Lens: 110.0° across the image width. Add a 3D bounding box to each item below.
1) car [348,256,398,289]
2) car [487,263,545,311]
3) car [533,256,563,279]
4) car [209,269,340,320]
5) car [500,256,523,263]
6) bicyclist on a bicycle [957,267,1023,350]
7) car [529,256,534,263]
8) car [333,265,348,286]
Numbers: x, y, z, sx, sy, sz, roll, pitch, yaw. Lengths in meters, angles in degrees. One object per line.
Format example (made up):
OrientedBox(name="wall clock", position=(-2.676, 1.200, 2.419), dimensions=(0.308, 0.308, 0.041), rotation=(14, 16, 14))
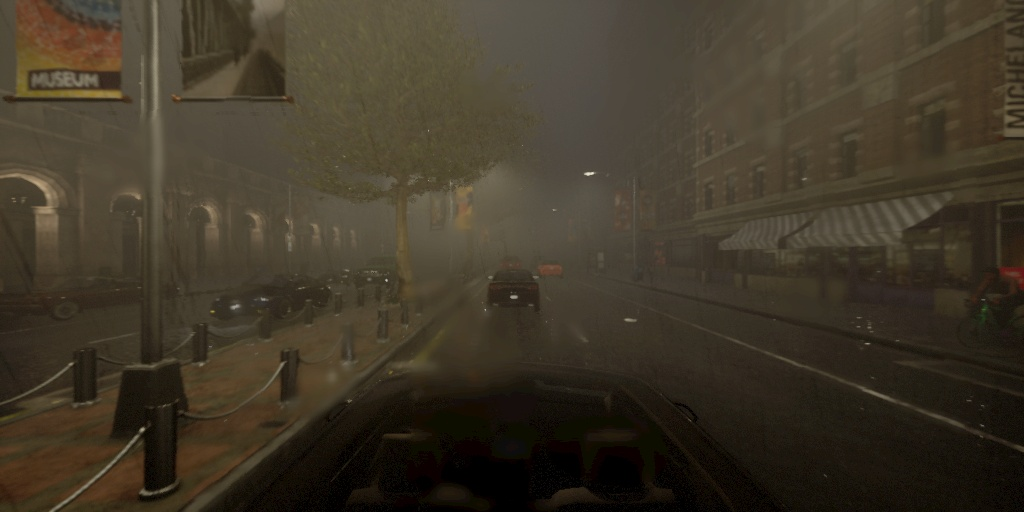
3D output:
OrientedBox(name="car", position=(-8.165, 0.985, 23.277), dimensions=(2.150, 2.045, 5.566), rotation=(0, 0, 0))
OrientedBox(name="car", position=(0.056, 1.228, 14.525), dimensions=(1.882, 1.535, 5.008), rotation=(0, 0, 0))
OrientedBox(name="car", position=(3.390, 1.098, 33.055), dimensions=(2.097, 1.767, 4.553), rotation=(0, 0, 0))
OrientedBox(name="car", position=(-8.135, 1.327, 12.567), dimensions=(1.994, 1.385, 4.181), rotation=(0, 0, 0))
OrientedBox(name="car", position=(-0.085, 0.976, 37.628), dimensions=(2.150, 2.045, 5.566), rotation=(0, 0, 0))
OrientedBox(name="bicyclist on a bicycle", position=(9.473, 1.036, 6.967), dimensions=(1.656, 1.620, 0.582), rotation=(0, 0, 0))
OrientedBox(name="car", position=(3.369, 0.971, 45.984), dimensions=(2.150, 2.045, 5.566), rotation=(0, 0, 0))
OrientedBox(name="car", position=(-11.587, 1.349, 24.879), dimensions=(1.994, 1.385, 4.181), rotation=(0, 0, 0))
